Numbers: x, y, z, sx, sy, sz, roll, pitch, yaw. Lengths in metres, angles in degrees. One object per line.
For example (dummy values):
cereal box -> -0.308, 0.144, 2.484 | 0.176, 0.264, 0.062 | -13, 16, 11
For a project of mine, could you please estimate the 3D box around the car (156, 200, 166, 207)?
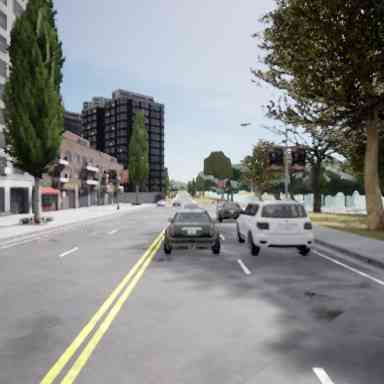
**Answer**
car -> -6.504, 2.438, 70.979 | 1.812, 1.442, 4.674 | 0, -1, 0

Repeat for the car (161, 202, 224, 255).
car -> 0.001, 1.487, 14.061 | 2.097, 1.767, 4.553 | 0, -1, 0

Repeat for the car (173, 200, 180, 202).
car -> -3.254, 2.454, 70.978 | 2.033, 1.411, 5.357 | 0, -1, 0

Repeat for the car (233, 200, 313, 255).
car -> 3.250, 1.353, 14.021 | 2.150, 2.045, 5.566 | 0, 0, 0

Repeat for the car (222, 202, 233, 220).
car -> 3.251, 1.652, 29.074 | 2.097, 1.767, 4.553 | 0, -1, 0

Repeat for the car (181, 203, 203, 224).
car -> 0.002, 1.813, 29.302 | 1.837, 1.490, 4.892 | 0, 0, 0
